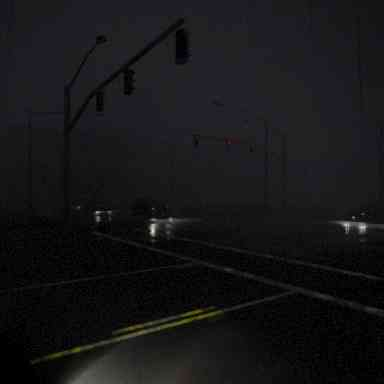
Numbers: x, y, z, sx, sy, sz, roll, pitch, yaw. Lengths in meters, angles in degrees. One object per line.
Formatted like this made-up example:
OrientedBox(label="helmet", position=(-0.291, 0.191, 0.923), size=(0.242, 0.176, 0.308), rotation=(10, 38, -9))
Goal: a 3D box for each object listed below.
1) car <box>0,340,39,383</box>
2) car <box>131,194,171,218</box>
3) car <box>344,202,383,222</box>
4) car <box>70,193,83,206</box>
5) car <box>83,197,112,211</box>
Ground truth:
OrientedBox(label="car", position=(-3.451, 1.546, 1.345), size=(5.357, 1.411, 2.033), rotation=(0, 0, -35))
OrientedBox(label="car", position=(-3.845, 1.361, 30.597), size=(2.097, 1.767, 4.553), rotation=(0, 0, -36))
OrientedBox(label="car", position=(14.278, 1.511, 26.066), size=(5.357, 1.411, 2.033), rotation=(0, 0, -31))
OrientedBox(label="car", position=(-19.441, 1.233, 55.730), size=(2.150, 2.045, 5.566), rotation=(0, 0, -10))
OrientedBox(label="car", position=(-11.604, 1.534, 41.363), size=(1.812, 1.442, 4.674), rotation=(0, 0, -36))
